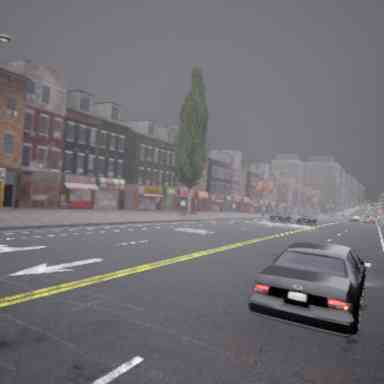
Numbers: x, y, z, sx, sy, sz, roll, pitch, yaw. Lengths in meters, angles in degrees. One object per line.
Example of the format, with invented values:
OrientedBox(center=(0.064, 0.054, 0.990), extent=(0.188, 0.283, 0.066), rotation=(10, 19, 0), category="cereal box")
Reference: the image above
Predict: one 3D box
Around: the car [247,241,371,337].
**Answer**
OrientedBox(center=(2.905, 1.861, 7.579), extent=(2.033, 1.411, 5.357), rotation=(4, -1, 29), category="car")

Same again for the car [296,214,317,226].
OrientedBox(center=(14.525, 3.482, 42.099), extent=(1.895, 1.301, 4.718), rotation=(4, -1, 29), category="car")

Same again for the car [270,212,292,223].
OrientedBox(center=(11.690, 3.276, 43.675), extent=(1.895, 1.301, 4.718), rotation=(4, -1, 29), category="car")

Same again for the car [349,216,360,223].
OrientedBox(center=(38.006, 6.480, 78.023), extent=(1.895, 1.301, 4.718), rotation=(4, -2, 29), category="car")

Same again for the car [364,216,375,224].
OrientedBox(center=(40.834, 6.442, 76.403), extent=(2.097, 1.767, 4.553), rotation=(4, -2, 29), category="car")
